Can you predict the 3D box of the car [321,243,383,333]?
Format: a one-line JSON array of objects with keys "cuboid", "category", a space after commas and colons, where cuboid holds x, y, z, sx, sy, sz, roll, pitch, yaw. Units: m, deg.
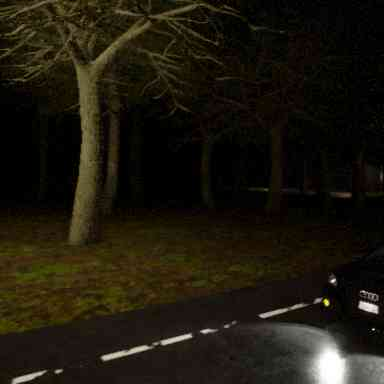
[{"cuboid": [4.297, 1.538, 6.068, 4.181, 1.385, 1.994, 0, 0, -33], "category": "car"}]
